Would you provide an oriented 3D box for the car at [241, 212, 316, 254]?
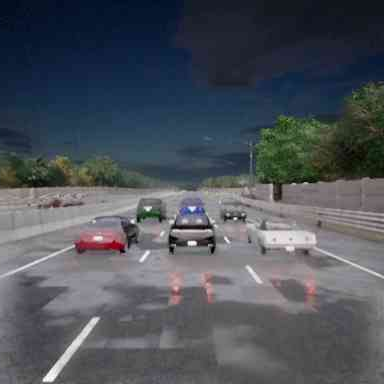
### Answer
[{"bbox_3d":[3.509,1.744,14.104,1.895,1.301,4.718,0,-1,0],"label":"car"}]

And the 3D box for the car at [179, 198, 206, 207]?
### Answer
[{"bbox_3d":[0.015,1.501,29.024,2.150,2.045,5.566,0,0,0],"label":"car"}]

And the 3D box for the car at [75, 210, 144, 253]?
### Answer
[{"bbox_3d":[-3.487,1.710,14.352,1.994,1.385,4.181,0,-1,0],"label":"car"}]

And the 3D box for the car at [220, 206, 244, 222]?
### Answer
[{"bbox_3d":[3.516,1.885,29.101,1.895,1.301,4.718,0,0,0],"label":"car"}]

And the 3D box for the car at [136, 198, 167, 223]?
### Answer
[{"bbox_3d":[-3.485,1.501,29.008,2.150,2.045,5.566,0,0,0],"label":"car"}]

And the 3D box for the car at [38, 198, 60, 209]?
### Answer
[{"bbox_3d":[-20.981,1.676,49.242,1.882,1.535,5.008,0,1,0],"label":"car"}]

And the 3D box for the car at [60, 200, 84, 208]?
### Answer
[{"bbox_3d":[-17.477,1.792,49.621,1.895,1.301,4.718,0,1,0],"label":"car"}]

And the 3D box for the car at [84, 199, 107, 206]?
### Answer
[{"bbox_3d":[-13.980,1.759,49.449,1.994,1.385,4.181,0,1,0],"label":"car"}]

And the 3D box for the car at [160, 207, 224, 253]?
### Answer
[{"bbox_3d":[0.011,1.637,14.301,2.128,1.511,4.902,0,0,0],"label":"car"}]
